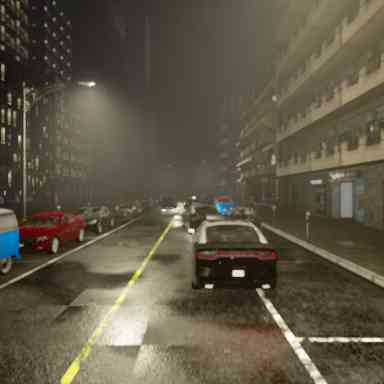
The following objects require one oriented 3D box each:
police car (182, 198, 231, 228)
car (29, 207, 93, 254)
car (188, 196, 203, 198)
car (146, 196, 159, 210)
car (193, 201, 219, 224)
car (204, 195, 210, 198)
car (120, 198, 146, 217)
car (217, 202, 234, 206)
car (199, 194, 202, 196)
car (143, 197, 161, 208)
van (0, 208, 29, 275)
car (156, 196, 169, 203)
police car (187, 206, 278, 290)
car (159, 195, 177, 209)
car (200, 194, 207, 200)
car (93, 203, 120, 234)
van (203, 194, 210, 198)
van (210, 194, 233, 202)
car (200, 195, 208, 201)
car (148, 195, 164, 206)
[{"bbox_3d":[0.518,1.369,19.065,1.930,1.638,5.238,0,0,-8],"label":"police car"},{"bbox_3d":[-5.656,1.504,13.222,1.887,1.381,4.507,0,0,0],"label":"car"},{"bbox_3d":[0.144,1.489,43.528,1.895,1.301,4.718,0,0,1],"label":"car"},{"bbox_3d":[-5.574,1.443,40.835,2.008,1.369,4.403,0,0,0],"label":"car"},{"bbox_3d":[0.973,1.454,25.055,1.812,1.442,4.674,0,0,0],"label":"car"},{"bbox_3d":[2.807,1.438,40.810,1.887,1.381,4.507,0,0,0],"label":"car"},{"bbox_3d":[-5.607,1.357,29.791,1.967,1.590,4.097,0,0,0],"label":"car"},{"bbox_3d":[2.741,1.496,18.720,2.008,1.369,4.403,0,0,0],"label":"car"},{"bbox_3d":[0.170,1.425,56.901,1.994,1.385,4.181,0,0,0],"label":"car"},{"bbox_3d":[-5.558,1.432,46.359,2.008,1.369,4.403,0,0,0],"label":"car"},{"bbox_3d":[-5.673,1.317,7.698,1.690,1.788,3.998,0,0,0],"label":"van"},{"bbox_3d":[-5.508,1.415,62.927,1.947,1.339,4.313,0,0,0],"label":"car"},{"bbox_3d":[0.925,1.397,9.164,1.930,1.638,5.238,0,0,0],"label":"police car"},{"bbox_3d":[-2.918,1.435,43.659,2.033,1.411,5.357,0,0,1],"label":"car"},{"bbox_3d":[2.938,1.344,85.164,1.752,1.417,4.829,0,0,0],"label":"car"},{"bbox_3d":[-5.639,1.510,18.745,1.947,1.339,4.313,0,0,0],"label":"car"},{"bbox_3d":[2.823,1.223,46.332,1.690,1.788,3.998,0,0,0],"label":"van"},{"bbox_3d":[2.774,1.258,29.765,1.690,1.788,3.998,0,0,0],"label":"van"},{"bbox_3d":[2.922,1.350,79.640,1.752,1.417,4.829,0,0,0],"label":"car"},{"bbox_3d":[-5.541,1.310,51.882,1.967,1.590,4.097,0,0,0],"label":"car"}]
